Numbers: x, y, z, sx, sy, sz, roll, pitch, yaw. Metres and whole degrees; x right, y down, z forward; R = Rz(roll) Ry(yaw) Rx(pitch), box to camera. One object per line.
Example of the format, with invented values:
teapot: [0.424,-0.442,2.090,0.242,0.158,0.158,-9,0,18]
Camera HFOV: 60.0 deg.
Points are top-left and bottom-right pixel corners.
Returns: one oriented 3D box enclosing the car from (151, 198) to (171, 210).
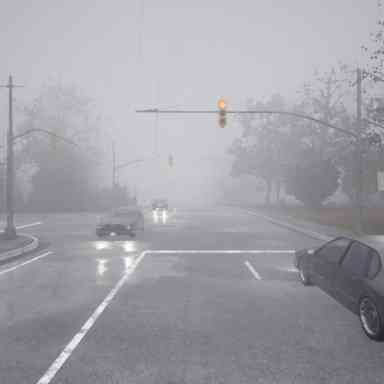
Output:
car: [-4.120,1.570,43.569,2.128,1.511,4.902,0,-1,-3]

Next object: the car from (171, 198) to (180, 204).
car: [-4.521,2.189,82.972,2.097,1.767,4.553,0,-1,-22]

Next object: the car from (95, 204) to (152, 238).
car: [-3.625,1.548,17.906,2.033,1.411,5.357,0,0,0]

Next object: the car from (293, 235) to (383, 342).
car: [3.593,1.547,6.415,2.033,1.411,5.357,0,0,0]

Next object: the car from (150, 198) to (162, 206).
car: [-7.501,2.074,69.391,1.837,1.490,4.892,0,-1,-13]

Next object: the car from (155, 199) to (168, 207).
car: [-5.176,1.869,55.845,1.895,1.301,4.718,0,-1,-7]
